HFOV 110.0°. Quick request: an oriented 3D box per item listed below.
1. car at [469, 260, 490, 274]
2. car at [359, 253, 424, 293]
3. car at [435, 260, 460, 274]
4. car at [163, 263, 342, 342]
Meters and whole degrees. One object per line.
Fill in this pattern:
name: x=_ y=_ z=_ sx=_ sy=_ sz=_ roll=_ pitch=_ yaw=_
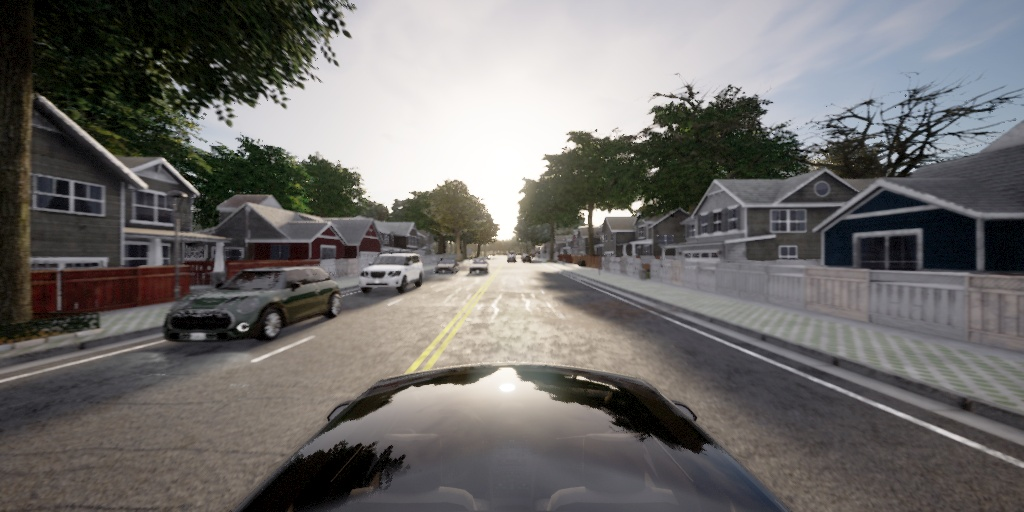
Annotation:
car: x=-3.275 y=1.068 z=36.893 sx=2.033 sy=1.411 sz=5.357 roll=0 pitch=1 yaw=0
car: x=-6.563 y=0.863 z=20.244 sx=2.150 sy=2.045 sz=5.566 roll=0 pitch=1 yaw=0
car: x=-6.525 y=1.070 z=36.890 sx=2.033 sy=1.411 sz=5.357 roll=0 pitch=1 yaw=0
car: x=-6.596 y=1.080 z=9.773 sx=2.097 sy=1.767 sz=4.553 roll=0 pitch=0 yaw=0
